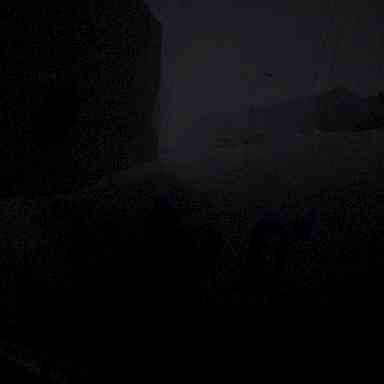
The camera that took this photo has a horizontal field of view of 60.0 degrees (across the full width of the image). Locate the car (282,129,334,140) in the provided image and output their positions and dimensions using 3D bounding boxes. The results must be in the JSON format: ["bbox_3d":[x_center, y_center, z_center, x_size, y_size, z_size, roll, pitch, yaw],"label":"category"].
[{"bbox_3d":[10.767,-4.835,29.691,2.002,1.452,4.674,1,2,-35],"label":"car"}]

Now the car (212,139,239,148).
[{"bbox_3d":[4.354,-5.365,38.856,2.185,1.767,4.553,1,1,-35],"label":"car"}]

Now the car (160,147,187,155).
[{"bbox_3d":[-1.964,-5.582,47.878,2.231,1.521,4.892,1,1,-35],"label":"car"}]

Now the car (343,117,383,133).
[{"bbox_3d":[13.920,-4.820,25.189,2.185,1.767,4.553,1,1,-35],"label":"car"}]

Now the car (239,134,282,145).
[{"bbox_3d":[7.518,-5.187,34.335,2.185,1.767,4.553,1,1,-35],"label":"car"}]

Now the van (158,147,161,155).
[{"bbox_3d":[-5.053,-5.969,52.294,1.878,1.987,4.442,1,1,-35],"label":"van"}]
